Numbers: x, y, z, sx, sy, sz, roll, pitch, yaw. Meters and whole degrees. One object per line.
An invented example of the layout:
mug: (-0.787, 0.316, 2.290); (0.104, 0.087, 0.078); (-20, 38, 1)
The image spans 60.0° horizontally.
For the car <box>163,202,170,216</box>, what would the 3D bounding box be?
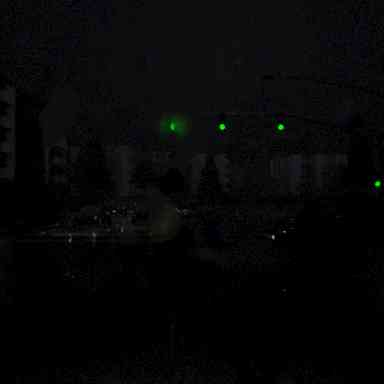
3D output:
car: (-3.634, 1.850, 37.560); (2.033, 1.411, 5.357); (0, 0, 4)

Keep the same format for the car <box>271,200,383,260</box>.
car: (5.825, 1.339, 12.426); (5.566, 2.045, 2.150); (0, 0, 1)

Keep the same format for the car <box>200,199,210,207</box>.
car: (1.492, 2.015, 61.993); (2.128, 1.511, 4.902); (0, -1, 35)

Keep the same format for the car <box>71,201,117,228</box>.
car: (-7.189, 1.673, 24.338); (1.882, 1.535, 5.008); (0, 0, 0)

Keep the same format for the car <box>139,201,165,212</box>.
car: (-5.551, 1.975, 46.590); (1.895, 1.301, 4.718); (0, 0, 16)

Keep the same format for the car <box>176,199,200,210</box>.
car: (-0.802, 1.966, 49.832); (1.994, 1.385, 4.181); (0, -1, 21)

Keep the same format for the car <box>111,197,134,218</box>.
car: (-7.257, 1.496, 34.271); (2.150, 2.045, 5.566); (0, 0, 2)

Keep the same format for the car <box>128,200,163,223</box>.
car: (-3.780, 1.701, 27.737); (1.882, 1.535, 5.008); (0, 0, -1)
